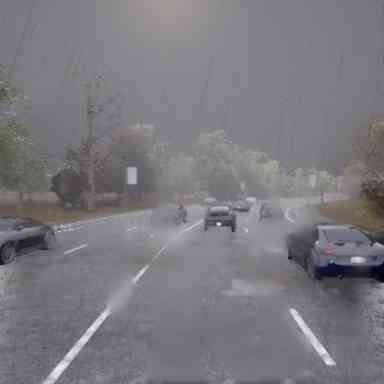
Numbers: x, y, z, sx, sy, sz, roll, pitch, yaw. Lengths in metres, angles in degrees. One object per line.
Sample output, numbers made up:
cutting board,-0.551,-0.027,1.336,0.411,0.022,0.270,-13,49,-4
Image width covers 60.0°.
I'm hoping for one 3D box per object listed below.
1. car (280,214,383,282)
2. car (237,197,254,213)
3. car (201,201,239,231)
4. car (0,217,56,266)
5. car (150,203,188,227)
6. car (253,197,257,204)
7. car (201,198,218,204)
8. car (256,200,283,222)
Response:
car,4.119,1.597,9.948,1.994,1.385,4.181,0,0,4
car,5.788,1.657,39.023,1.994,1.385,4.181,0,0,16
car,1.862,1.550,21.047,1.837,1.490,4.892,0,0,8
car,-6.485,1.562,11.495,1.994,1.385,4.181,0,0,5
car,-1.515,1.540,23.329,1.837,1.490,4.892,0,0,10
car,11.240,1.689,63.885,1.812,1.442,4.674,0,0,25
car,2.875,1.622,53.125,1.812,1.442,4.674,0,0,21
car,6.458,1.623,27.237,2.033,1.411,5.357,0,0,11
